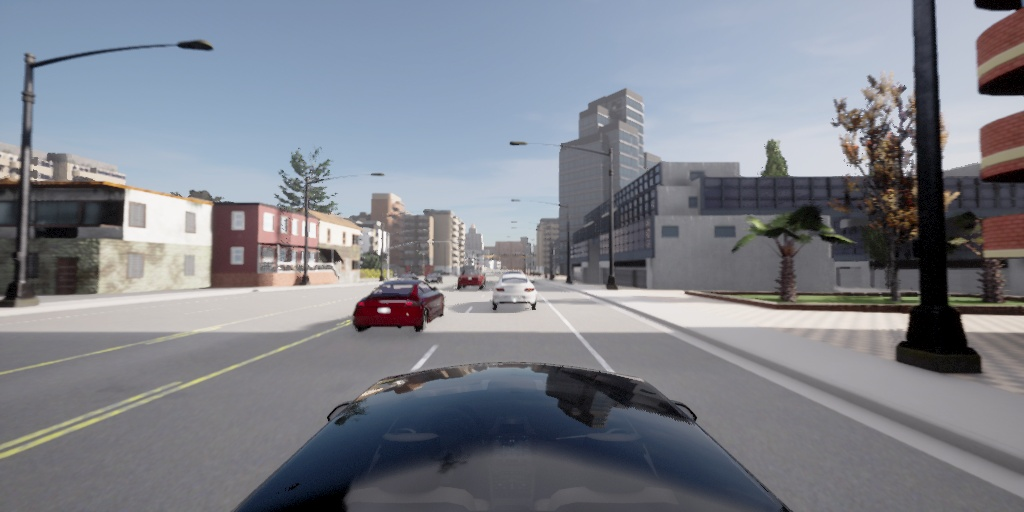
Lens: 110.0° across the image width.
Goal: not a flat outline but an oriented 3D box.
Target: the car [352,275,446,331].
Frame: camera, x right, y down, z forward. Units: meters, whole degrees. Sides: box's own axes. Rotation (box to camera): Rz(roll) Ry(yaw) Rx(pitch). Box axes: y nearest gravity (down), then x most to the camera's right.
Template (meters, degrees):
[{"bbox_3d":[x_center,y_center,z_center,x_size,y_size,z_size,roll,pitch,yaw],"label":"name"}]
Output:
[{"bbox_3d":[-3.398,1.458,11.537,1.994,1.385,4.181,0,-1,0],"label":"car"}]

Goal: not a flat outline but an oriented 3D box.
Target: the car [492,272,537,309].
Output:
[{"bbox_3d":[0.103,1.533,16.259,1.812,1.442,4.674,0,-2,0],"label":"car"}]

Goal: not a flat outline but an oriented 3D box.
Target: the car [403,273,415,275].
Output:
[{"bbox_3d":[-14.048,3.051,48.276,2.128,1.511,4.902,0,-3,0],"label":"car"}]

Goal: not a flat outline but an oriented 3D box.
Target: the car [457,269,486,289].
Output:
[{"bbox_3d":[-3.395,1.944,31.050,2.097,1.767,4.553,0,-3,0],"label":"car"}]

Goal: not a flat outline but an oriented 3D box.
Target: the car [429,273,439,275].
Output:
[{"bbox_3d":[-10.548,3.051,48.281,2.128,1.511,4.902,0,-3,0],"label":"car"}]
